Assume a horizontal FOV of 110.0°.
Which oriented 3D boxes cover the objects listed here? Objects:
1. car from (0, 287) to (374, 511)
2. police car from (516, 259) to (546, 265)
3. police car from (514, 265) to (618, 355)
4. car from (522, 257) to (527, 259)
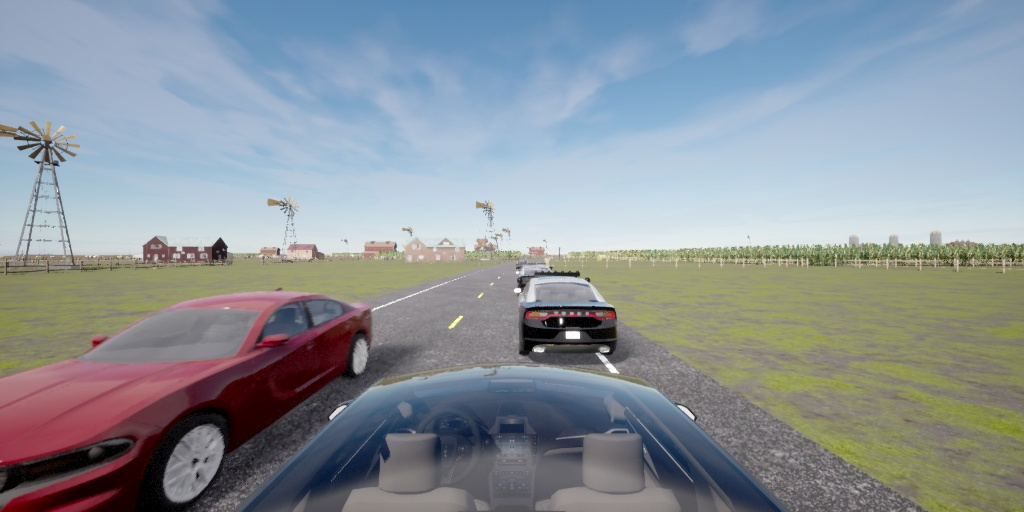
[{"bbox_3d":[-3.445,1.228,4.487,1.882,1.535,5.008,0,0,0],"label":"car"},{"bbox_3d":[1.226,1.173,18.806,1.930,1.638,5.238,0,0,1],"label":"police car"},{"bbox_3d":[1.084,1.176,8.837,1.930,1.638,5.238,0,0,1],"label":"police car"},{"bbox_3d":[1.594,1.209,53.944,2.128,1.511,4.902,0,0,4],"label":"car"}]
